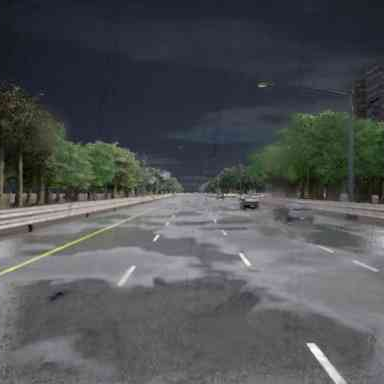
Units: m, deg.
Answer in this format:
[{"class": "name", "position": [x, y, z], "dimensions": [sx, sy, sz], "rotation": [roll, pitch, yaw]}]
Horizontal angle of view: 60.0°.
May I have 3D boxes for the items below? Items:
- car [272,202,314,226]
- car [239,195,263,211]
[{"class": "car", "position": [7.025, 1.480, 23.552], "dimensions": [2.128, 1.511, 4.902], "rotation": [0, 0, 0]}, {"class": "car", "position": [7.060, 1.473, 41.179], "dimensions": [1.882, 1.535, 5.008], "rotation": [0, 0, 0]}]
